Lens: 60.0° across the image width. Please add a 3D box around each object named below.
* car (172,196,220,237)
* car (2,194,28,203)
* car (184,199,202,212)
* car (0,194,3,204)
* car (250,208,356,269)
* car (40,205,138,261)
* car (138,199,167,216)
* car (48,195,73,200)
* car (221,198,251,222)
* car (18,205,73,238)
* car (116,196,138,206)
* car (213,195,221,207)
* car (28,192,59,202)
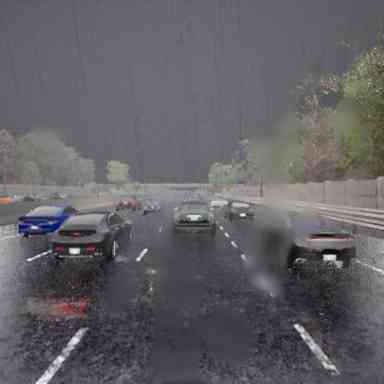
[{"bbox_3d":[0.104,1.268,17.567,2.097,1.767,4.553,0,0,0],"label":"car"},{"bbox_3d":[-24.568,1.260,47.856,1.882,1.535,5.008,0,0,0],"label":"car"},{"bbox_3d":[0.112,1.432,36.432,1.895,1.301,4.718,0,0,0],"label":"car"},{"bbox_3d":[-28.064,1.133,48.000,2.097,1.767,4.553,0,0,0],"label":"car"},{"bbox_3d":[3.503,1.438,10.887,2.128,1.511,4.902,0,0,0],"label":"car"},{"bbox_3d":[-3.396,1.447,12.055,1.837,1.490,4.892,0,0,0],"label":"car"},{"bbox_3d":[-3.394,1.402,31.099,2.033,1.411,5.357,0,0,0],"label":"car"},{"bbox_3d":[-17.580,1.392,45.823,1.895,1.301,4.718,0,0,0],"label":"car"},{"bbox_3d":[3.505,1.407,25.196,1.812,1.442,4.674,0,0,0],"label":"car"},{"bbox_3d":[-6.893,1.396,17.041,1.882,1.535,5.008,0,0,0],"label":"car"},{"bbox_3d":[-6.890,1.183,36.603,2.097,1.767,4.553,0,0,0],"label":"car"},{"bbox_3d":[3.512,1.409,41.868,1.895,1.301,4.718,0,0,0],"label":"car"},{"bbox_3d":[-21.067,1.004,48.419,2.150,2.045,5.566,0,0,0],"label":"car"}]
